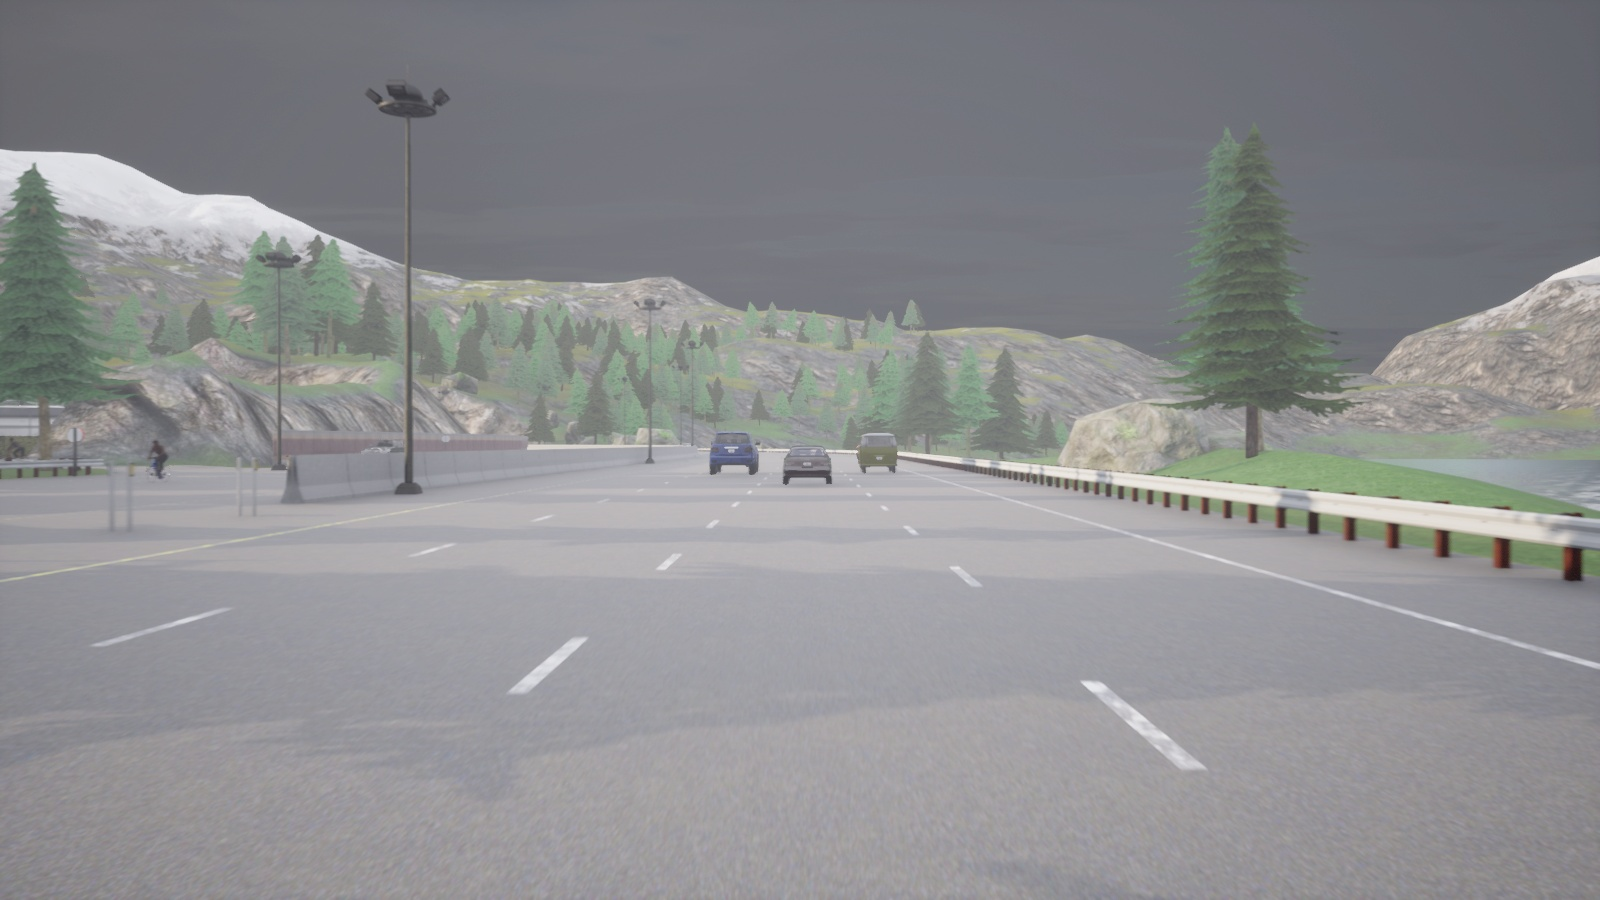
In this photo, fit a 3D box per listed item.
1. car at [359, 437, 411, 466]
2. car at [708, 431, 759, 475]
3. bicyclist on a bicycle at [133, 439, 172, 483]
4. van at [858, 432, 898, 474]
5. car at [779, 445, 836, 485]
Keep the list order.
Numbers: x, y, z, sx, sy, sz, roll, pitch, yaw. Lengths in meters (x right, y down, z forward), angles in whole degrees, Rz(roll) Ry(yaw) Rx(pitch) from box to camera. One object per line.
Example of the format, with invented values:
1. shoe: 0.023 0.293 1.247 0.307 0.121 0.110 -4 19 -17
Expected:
1. car: -27.511 0.064 83.350 1.932 1.855 4.605 0 0 0
2. car: -3.139 0.116 60.532 2.150 2.045 5.566 0 0 0
3. bicyclist on a bicycle: -24.217 0.411 47.019 0.582 1.620 1.656 0 1 0
4. van: 3.875 0.140 62.972 1.775 1.987 4.442 0 0 0
5. car: 0.284 0.525 47.027 2.033 1.411 5.357 0 0 0
